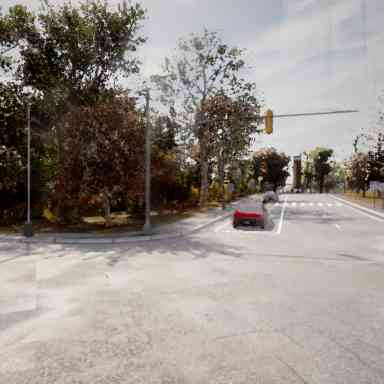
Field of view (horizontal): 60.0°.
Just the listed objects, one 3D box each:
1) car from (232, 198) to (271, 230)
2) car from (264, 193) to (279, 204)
[{"bbox_3d":[3.793,1.413,21.184,1.882,1.535,5.008,0,1,16],"label":"car"},{"bbox_3d":[10.951,0.808,45.738,1.994,1.385,4.181,0,2,17],"label":"car"}]
